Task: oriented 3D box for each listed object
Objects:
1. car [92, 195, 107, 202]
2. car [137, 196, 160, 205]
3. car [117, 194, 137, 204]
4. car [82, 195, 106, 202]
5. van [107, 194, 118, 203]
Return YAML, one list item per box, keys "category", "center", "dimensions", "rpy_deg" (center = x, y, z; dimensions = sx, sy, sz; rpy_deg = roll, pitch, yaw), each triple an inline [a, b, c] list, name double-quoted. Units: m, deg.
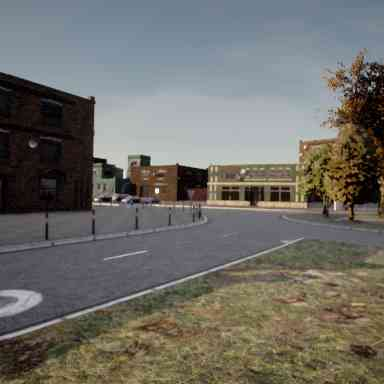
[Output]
- category: "car"
  center: [-19.803, 1.392, 74.420]
  dimensions: [2.185, 1.767, 4.553]
  rpy_deg: [2, -1, 32]
- category: "car"
  center: [-8.188, 1.823, 67.016]
  dimensions: [2.163, 1.488, 4.792]
  rpy_deg: [1, -1, 32]
- category: "car"
  center: [-12.748, 1.572, 69.969]
  dimensions: [2.185, 1.767, 4.553]
  rpy_deg: [1, -1, 32]
- category: "car"
  center: [-22.282, 1.448, 75.937]
  dimensions: [2.097, 1.535, 5.008]
  rpy_deg: [2, 0, 32]
- category: "van"
  center: [-15.283, 1.411, 71.396]
  dimensions: [1.878, 1.987, 4.442]
  rpy_deg: [1, -1, 32]
